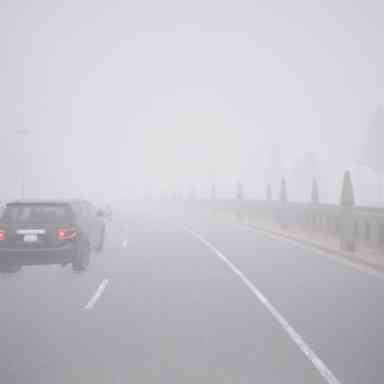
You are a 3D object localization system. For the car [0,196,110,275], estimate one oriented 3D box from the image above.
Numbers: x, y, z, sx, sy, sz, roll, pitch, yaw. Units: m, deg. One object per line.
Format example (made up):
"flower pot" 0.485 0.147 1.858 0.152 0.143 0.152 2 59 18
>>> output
"car" -4.209 1.210 10.714 2.150 2.045 5.566 0 0 -7

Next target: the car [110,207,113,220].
"car" -7.527 1.580 27.109 1.895 1.301 4.718 0 0 -16

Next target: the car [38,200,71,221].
"car" -11.559 1.494 28.335 2.128 1.511 4.902 0 0 -17
